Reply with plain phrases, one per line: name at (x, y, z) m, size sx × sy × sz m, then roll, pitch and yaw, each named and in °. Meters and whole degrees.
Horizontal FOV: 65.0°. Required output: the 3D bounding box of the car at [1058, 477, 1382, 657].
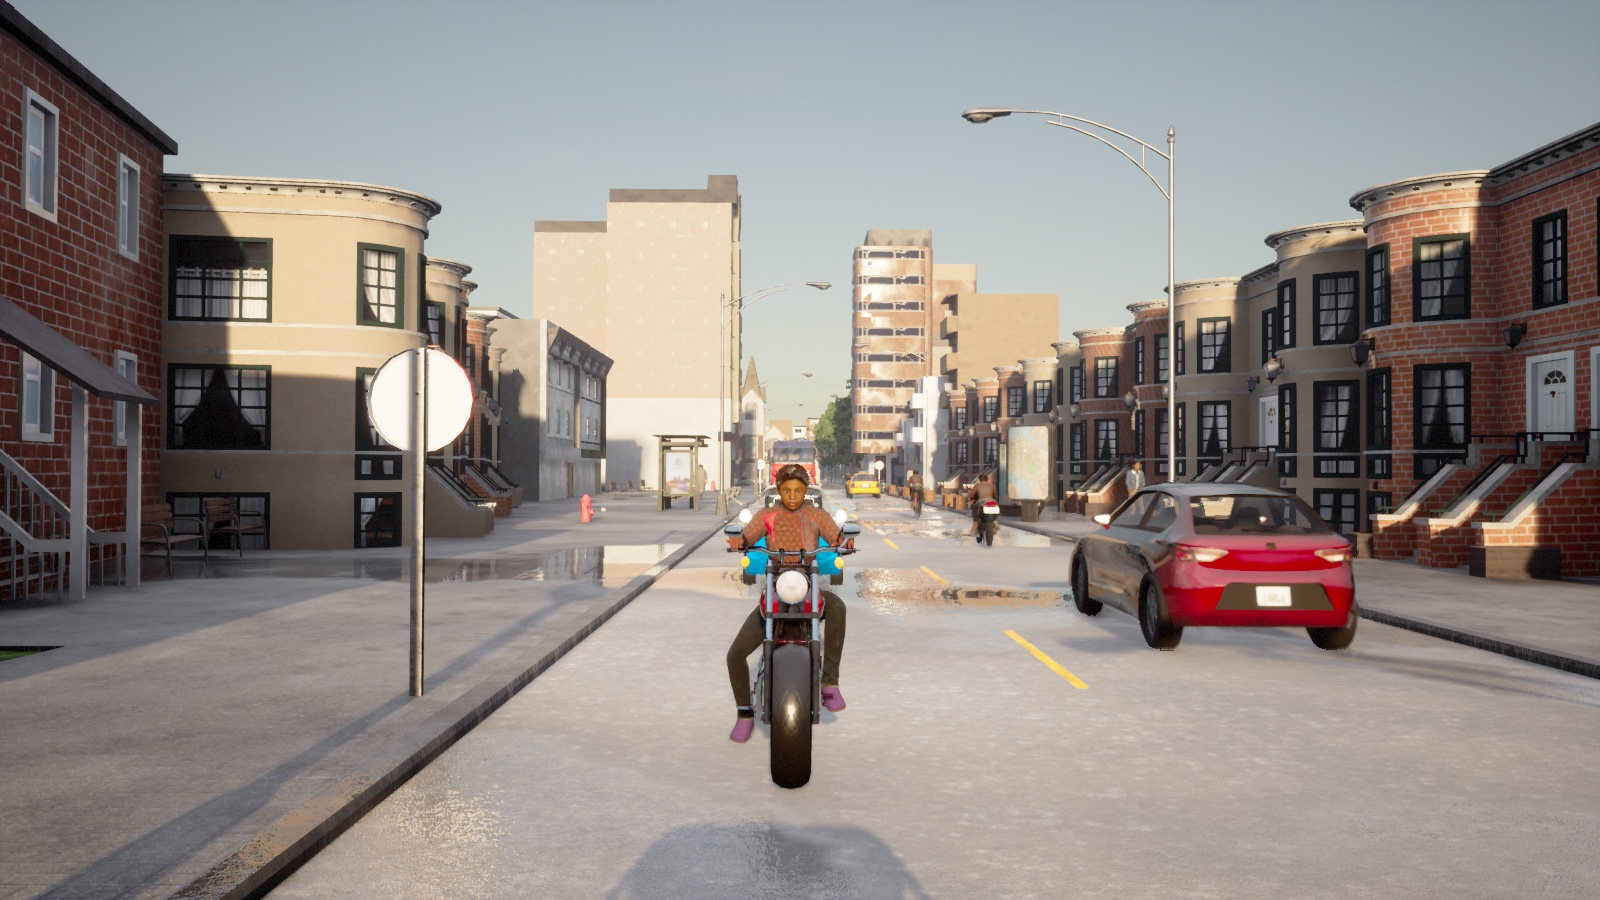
car at (3.937, 1.023, 12.580) m, size 1.816 × 1.474 × 4.193 m, roll 0°, pitch -1°, yaw 0°

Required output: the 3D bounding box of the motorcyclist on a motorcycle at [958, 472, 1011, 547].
motorcyclist on a motorcycle at (3.874, 1.224, 26.451) m, size 0.797 × 1.523 × 2.044 m, roll 0°, pitch -1°, yaw 0°

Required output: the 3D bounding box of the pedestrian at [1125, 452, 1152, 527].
pedestrian at (8.934, 1.044, 33.144) m, size 0.423 × 1.949 × 0.788 m, roll 0°, pitch -1°, yaw -6°

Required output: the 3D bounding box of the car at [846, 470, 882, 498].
car at (3.662, 1.957, 72.696) m, size 1.801 × 1.575 × 5.366 m, roll 0°, pitch -1°, yaw 0°

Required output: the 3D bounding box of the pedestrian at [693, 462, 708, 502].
pedestrian at (-4.861, 1.572, 61.370) m, size 0.659 × 1.952 × 0.873 m, roll 0°, pitch -1°, yaw 3°

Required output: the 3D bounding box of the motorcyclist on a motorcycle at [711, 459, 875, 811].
motorcyclist on a motorcycle at (-0.039, 0.884, 7.073) m, size 0.766 × 1.649 × 2.350 m, roll 0°, pitch -1°, yaw 0°

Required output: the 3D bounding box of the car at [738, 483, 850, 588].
car at (-0.087, 1.167, 17.750) m, size 1.481 × 1.376 × 2.207 m, roll 0°, pitch -1°, yaw 0°

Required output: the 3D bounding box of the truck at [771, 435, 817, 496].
truck at (-0.404, 1.036, 82.626) m, size 2.891 × 3.827 × 8.468 m, roll 0°, pitch -1°, yaw 0°
